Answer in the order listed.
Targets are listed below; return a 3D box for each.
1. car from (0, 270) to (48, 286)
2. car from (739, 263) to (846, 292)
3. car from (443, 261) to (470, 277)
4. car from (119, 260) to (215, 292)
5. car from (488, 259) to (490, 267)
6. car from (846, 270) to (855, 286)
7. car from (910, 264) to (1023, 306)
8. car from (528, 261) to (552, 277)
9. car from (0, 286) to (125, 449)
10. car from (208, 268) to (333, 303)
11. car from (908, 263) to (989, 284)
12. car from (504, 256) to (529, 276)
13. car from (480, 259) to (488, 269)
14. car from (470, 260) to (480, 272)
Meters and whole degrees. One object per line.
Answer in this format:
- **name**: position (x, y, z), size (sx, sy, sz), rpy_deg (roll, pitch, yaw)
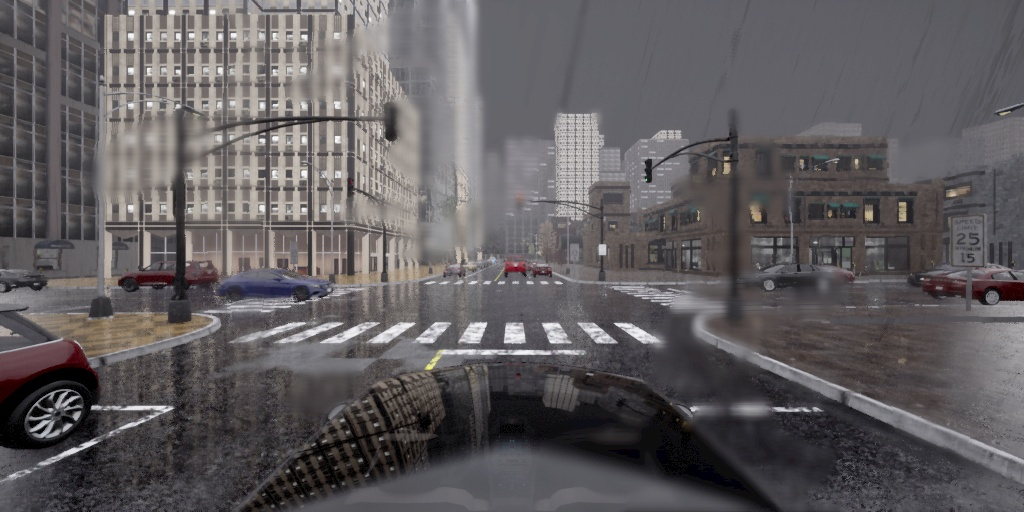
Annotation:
- **car**: position (-31.429, 1.509, 22.062), size (4.403, 1.370, 2.007), rpy_deg (0, 0, -1)
- **car**: position (15.143, 1.148, 19.934), size (4.892, 1.490, 1.837), rpy_deg (0, 0, -1)
- **car**: position (-5.522, 1.342, 34.748), size (1.802, 1.307, 4.207), rpy_deg (0, 0, 0)
- **car**: position (-21.019, 1.204, 22.165), size (5.009, 1.841, 2.192), rpy_deg (0, 0, -1)
- **car**: position (-5.378, 1.347, 62.451), size (1.948, 1.339, 4.313), rpy_deg (0, 0, 0)
- **car**: position (19.053, 1.203, 22.561), size (4.207, 1.307, 1.802), rpy_deg (0, 0, -1)
- **car**: position (19.136, 1.153, 14.181), size (4.507, 1.381, 1.888), rpy_deg (0, 0, -1)
- **car**: position (2.859, 1.305, 34.704), size (1.888, 1.381, 4.507), rpy_deg (0, 0, 0)
- **car**: position (-5.691, 1.190, 2.281), size (1.967, 1.591, 4.097), rpy_deg (0, 0, 0)
- **car**: position (-10.750, 1.330, 16.476), size (4.674, 1.442, 1.812), rpy_deg (-1, 0, -1)
- **car**: position (24.946, 1.142, 20.039), size (4.181, 1.385, 1.994), rpy_deg (0, 0, -1)
- **car**: position (0.330, 0.985, 37.827), size (2.150, 2.045, 5.566), rpy_deg (0, 0, 0)
- **car**: position (-5.406, 1.327, 56.911), size (2.007, 1.370, 4.403), rpy_deg (0, 0, 0)
- **car**: position (-5.466, 1.293, 45.659), size (1.751, 1.417, 4.829), rpy_deg (0, 0, 0)
